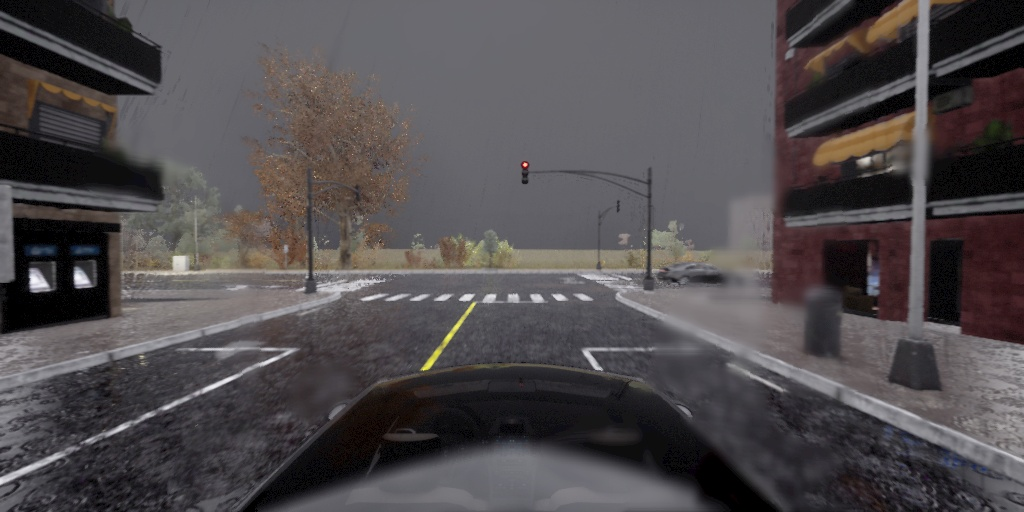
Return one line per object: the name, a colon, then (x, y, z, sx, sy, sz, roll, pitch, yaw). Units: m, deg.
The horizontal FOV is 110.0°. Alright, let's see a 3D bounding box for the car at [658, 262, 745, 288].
car: (11.562, 1.123, 21.970, 4.902, 1.511, 2.128, 0, 1, 0)
